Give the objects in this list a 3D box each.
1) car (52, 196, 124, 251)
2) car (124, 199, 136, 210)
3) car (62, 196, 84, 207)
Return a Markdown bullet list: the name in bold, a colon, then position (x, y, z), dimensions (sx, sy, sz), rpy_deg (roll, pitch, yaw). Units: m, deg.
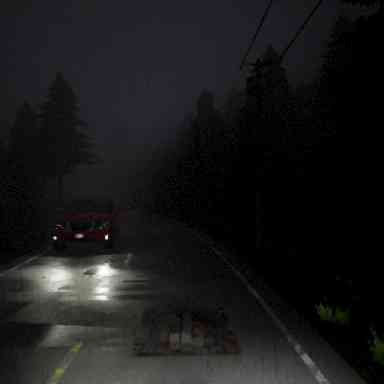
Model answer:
- **car**: position (-4.392, 1.212, 14.619), dimensions (2.150, 2.045, 5.566), rpy_deg (0, 0, -8)
- **car**: position (-8.490, 1.573, 41.396), dimensions (1.895, 1.301, 4.718), rpy_deg (0, 0, -24)
- **car**: position (-18.996, 1.459, 53.087), dimensions (2.128, 1.511, 4.902), rpy_deg (0, 0, -35)
